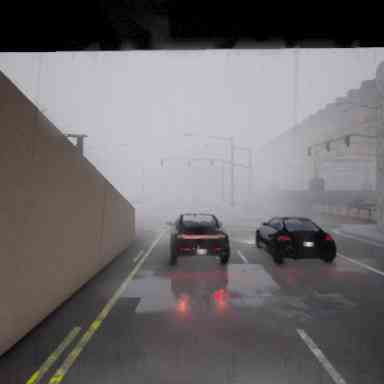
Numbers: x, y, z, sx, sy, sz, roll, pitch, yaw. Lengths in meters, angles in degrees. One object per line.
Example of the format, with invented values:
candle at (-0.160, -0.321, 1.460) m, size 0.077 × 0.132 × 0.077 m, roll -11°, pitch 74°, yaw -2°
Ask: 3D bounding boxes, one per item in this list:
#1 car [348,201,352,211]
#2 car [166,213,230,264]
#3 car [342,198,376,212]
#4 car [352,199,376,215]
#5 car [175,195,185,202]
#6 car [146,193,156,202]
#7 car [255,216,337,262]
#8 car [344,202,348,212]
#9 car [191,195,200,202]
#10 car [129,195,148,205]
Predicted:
car at (17.431, 1.472, 30.297) m, size 2.038 × 1.542 × 4.974 m, roll 0°, pitch 0°, yaw -35°
car at (0.132, 1.497, 11.861) m, size 2.128 × 1.511 × 4.902 m, roll 0°, pitch 0°, yaw -4°
car at (17.572, 1.318, 34.941) m, size 1.853 × 1.218 × 4.536 m, roll 0°, pitch 0°, yaw 45°
car at (17.461, 1.315, 30.255) m, size 1.853 × 1.218 × 4.536 m, roll 0°, pitch 0°, yaw -35°
car at (-2.674, 1.402, 73.529) m, size 2.033 × 1.411 × 5.357 m, roll 0°, pitch 0°, yaw 1°
car at (-9.606, 1.274, 76.332) m, size 2.150 × 2.045 × 5.566 m, roll 0°, pitch 0°, yaw 1°
car at (3.570, 1.570, 12.147) m, size 1.994 × 1.385 × 4.181 m, roll 0°, pitch 0°, yaw 0°
car at (17.535, 1.475, 34.904) m, size 2.038 × 1.542 × 4.974 m, roll 0°, pitch 0°, yaw 45°
car at (0.825, 1.402, 73.442) m, size 2.033 × 1.411 × 5.357 m, roll 0°, pitch 0°, yaw 1°
car at (-10.025, 1.586, 60.645) m, size 2.033 × 1.411 × 5.357 m, roll 0°, pitch 0°, yaw 2°
